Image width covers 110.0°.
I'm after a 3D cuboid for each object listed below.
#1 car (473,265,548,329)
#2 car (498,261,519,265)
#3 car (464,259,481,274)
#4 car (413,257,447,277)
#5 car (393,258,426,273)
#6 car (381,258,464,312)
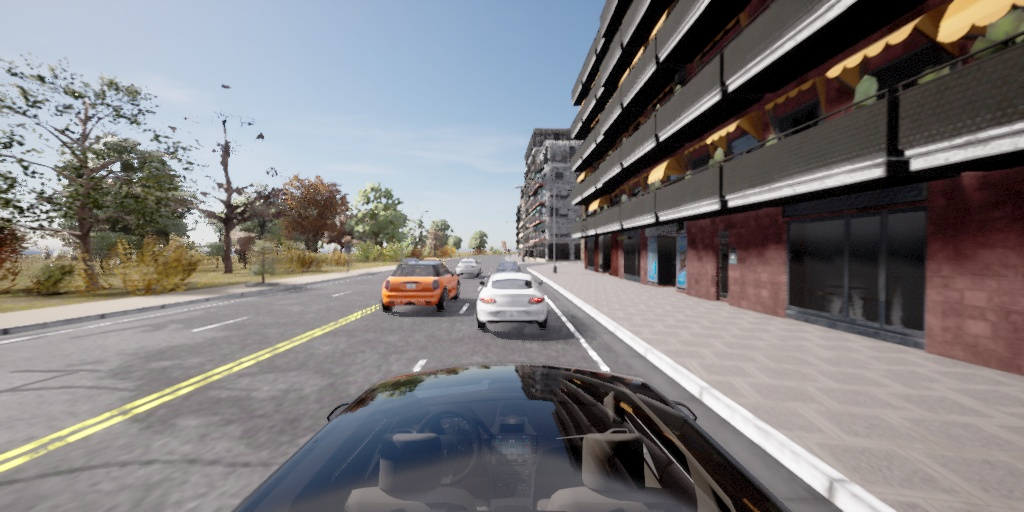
[{"bbox_3d":[-0.011,1.180,10.685,1.812,1.442,4.674,0,1,0],"label":"car"},{"bbox_3d":[-0.255,1.047,25.405,2.033,1.411,5.357,0,1,-1],"label":"car"},{"bbox_3d":[-3.596,0.978,30.040,1.812,1.442,4.674,0,1,-1],"label":"car"},{"bbox_3d":[-7.038,0.919,31.271,1.882,1.535,5.008,0,0,-1],"label":"car"},{"bbox_3d":[-10.428,0.932,36.965,2.033,1.411,5.357,0,1,-1],"label":"car"},{"bbox_3d":[-3.276,0.974,13.719,2.097,1.767,4.553,0,0,0],"label":"car"}]
